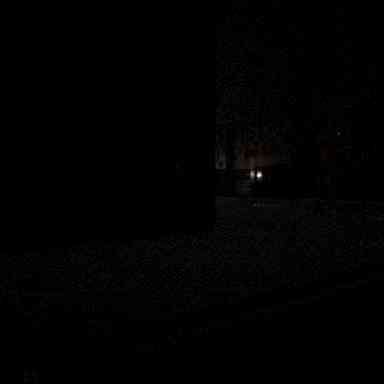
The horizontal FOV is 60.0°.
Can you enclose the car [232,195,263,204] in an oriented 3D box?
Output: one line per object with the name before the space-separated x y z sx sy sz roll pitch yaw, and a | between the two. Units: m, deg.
car | 7.990 1.091 48.194 1.895 1.301 4.718 0 1 -35
